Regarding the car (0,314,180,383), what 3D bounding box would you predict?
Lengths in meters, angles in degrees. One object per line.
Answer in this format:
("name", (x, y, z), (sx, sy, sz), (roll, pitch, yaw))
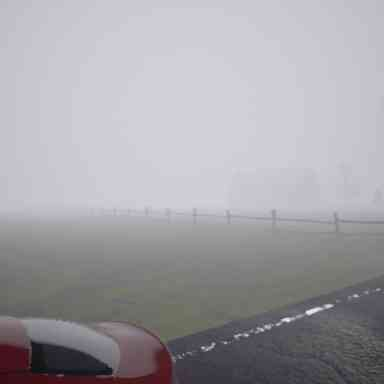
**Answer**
("car", (-2.126, 1.527, 1.545), (4.674, 1.442, 1.812), (0, 0, -36))
